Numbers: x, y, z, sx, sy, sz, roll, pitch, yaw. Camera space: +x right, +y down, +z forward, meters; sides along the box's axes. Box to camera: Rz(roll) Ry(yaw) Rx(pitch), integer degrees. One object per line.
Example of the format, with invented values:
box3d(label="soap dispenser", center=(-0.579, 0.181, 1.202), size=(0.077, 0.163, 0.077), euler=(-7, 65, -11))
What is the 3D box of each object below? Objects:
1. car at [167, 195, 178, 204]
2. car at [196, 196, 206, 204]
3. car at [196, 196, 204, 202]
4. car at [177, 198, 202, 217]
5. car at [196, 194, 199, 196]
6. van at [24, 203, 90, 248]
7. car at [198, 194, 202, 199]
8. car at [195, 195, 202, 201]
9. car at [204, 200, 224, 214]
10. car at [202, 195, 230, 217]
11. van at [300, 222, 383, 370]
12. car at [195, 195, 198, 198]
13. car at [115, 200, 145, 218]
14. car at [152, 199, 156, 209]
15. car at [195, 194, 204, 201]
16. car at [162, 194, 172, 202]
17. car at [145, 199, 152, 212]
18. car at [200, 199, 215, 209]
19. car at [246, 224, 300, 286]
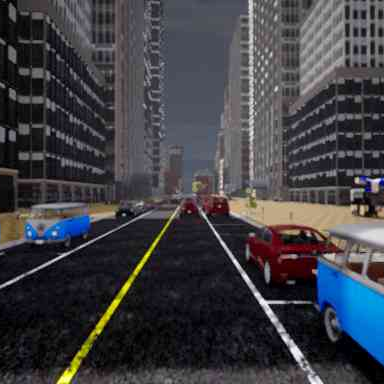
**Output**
box3d(label="car", center=(-3.677, 1.736, 69.406), size=(1.895, 1.301, 4.718), euler=(0, 0, -1))
box3d(label="car", center=(1.711, 1.602, 66.633), size=(1.882, 1.535, 5.008), euler=(0, 0, -1))
box3d(label="car", center=(1.899, 1.717, 81.311), size=(1.947, 1.339, 4.313), euler=(0, 0, -1))
box3d(label="car", center=(-0.248, 1.590, 31.760), size=(1.812, 1.442, 4.674), euler=(0, 0, 0))
box3d(label="car", center=(2.174, 1.415, 53.616), size=(2.192, 1.841, 5.009), euler=(0, 0, -1))
box3d(label="van", center=(-5.822, 1.385, 14.759), size=(1.690, 1.788, 3.998), euler=(0, 0, -1))
box3d(label="car", center=(2.284, 1.394, 42.538), size=(2.192, 1.841, 5.009), euler=(0, 0, -1))
box3d(label="car", center=(1.789, 1.611, 92.389), size=(1.967, 1.590, 4.097), euler=(0, 0, -1))
box3d(label="car", center=(2.338, 1.613, 36.998), size=(1.887, 1.381, 4.507), euler=(0, 0, -1))
box3d(label="car", center=(2.393, 1.373, 31.460), size=(2.192, 1.841, 5.009), euler=(0, 0, -1))
box3d(label="van", center=(2.781, 1.343, 3.770), size=(1.690, 1.788, 3.998), euler=(0, 0, -1))
box3d(label="car", center=(-0.393, 1.597, 46.048), size=(1.837, 1.490, 4.892), euler=(0, 0, 0))
box3d(label="car", center=(-5.987, 1.643, 31.376), size=(1.947, 1.339, 4.313), euler=(0, 0, -1))
box3d(label="car", center=(-6.151, 1.691, 47.993), size=(1.802, 1.307, 4.206), euler=(0, 0, -1))
box3d(label="car", center=(1.845, 1.476, 86.850), size=(2.192, 1.841, 5.009), euler=(0, 0, -1))
box3d(label="car", center=(-6.481, 1.753, 81.227), size=(1.802, 1.307, 4.206), euler=(0, 0, -1))
box3d(label="car", center=(-6.042, 1.639, 36.914), size=(2.008, 1.369, 4.403), euler=(0, 0, -1))
box3d(label="car", center=(2.229, 1.655, 48.077), size=(1.947, 1.339, 4.313), euler=(0, 0, -1))
box3d(label="car", center=(2.636, 1.558, 9.306), size=(1.887, 1.381, 4.507), euler=(0, 0, -1))
